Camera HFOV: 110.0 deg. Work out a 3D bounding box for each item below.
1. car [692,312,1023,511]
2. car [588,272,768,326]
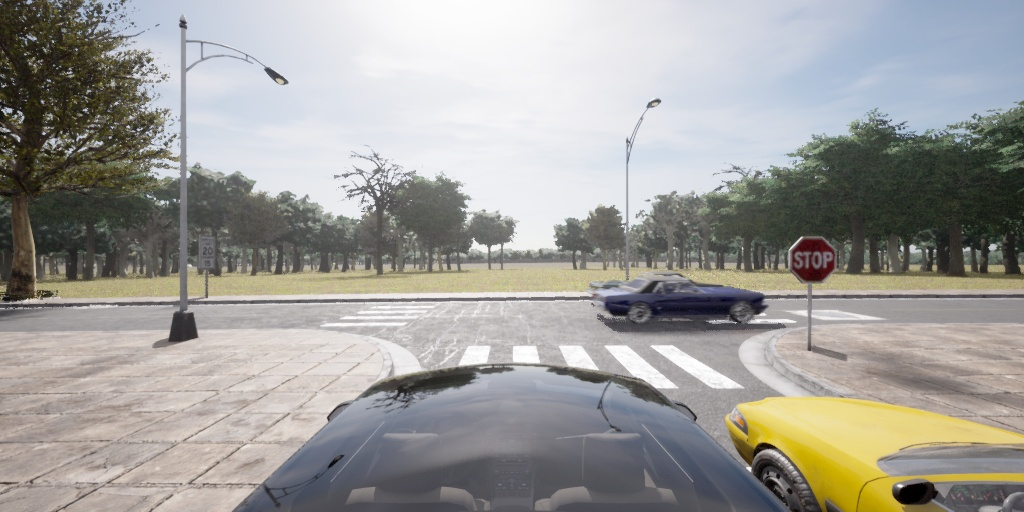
[{"bbox_3d":[2.634,1.275,1.051,1.751,1.417,4.829,0,0,0],"label":"car"},{"bbox_3d":[4.973,1.291,10.988,4.718,1.301,1.895,-1,0,1],"label":"car"}]
